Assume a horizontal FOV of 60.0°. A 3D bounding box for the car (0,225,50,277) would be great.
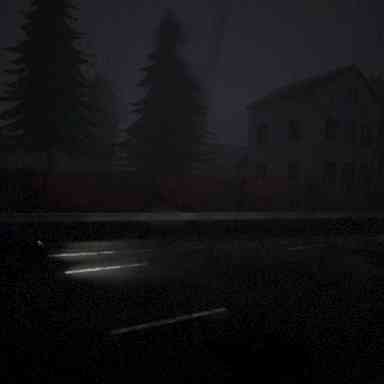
[{"bbox_3d":[-5.666,1.094,7.309,4.674,1.442,1.812,1,2,-28],"label":"car"}]
